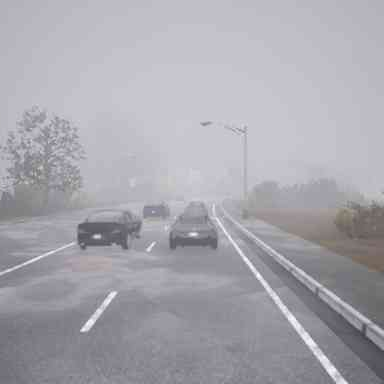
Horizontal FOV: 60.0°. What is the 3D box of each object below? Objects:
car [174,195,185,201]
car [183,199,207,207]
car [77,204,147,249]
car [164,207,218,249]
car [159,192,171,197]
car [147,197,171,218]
[{"bbox_3d":[-2.804,1.445,76.932,1.994,1.385,4.181,0,0,7],"label":"car"},{"bbox_3d":[0.401,1.570,29.457,1.994,1.385,4.181,0,0,2],"label":"car"},{"bbox_3d":[-3.424,1.482,14.615,1.882,1.535,5.008,0,0,1],"label":"car"},{"bbox_3d":[0.076,1.569,14.574,1.994,1.385,4.181,0,0,1],"label":"car"},{"bbox_3d":[-6.276,1.116,77.372,2.150,2.045,5.566,0,0,7],"label":"car"},{"bbox_3d":[-3.097,1.482,29.574,1.882,1.535,5.008,0,0,2],"label":"car"}]
